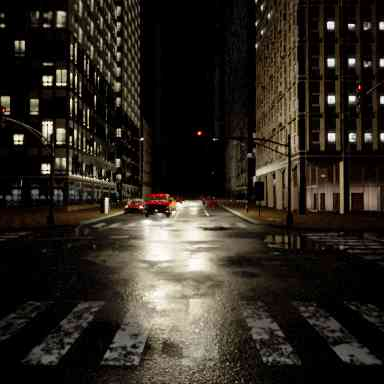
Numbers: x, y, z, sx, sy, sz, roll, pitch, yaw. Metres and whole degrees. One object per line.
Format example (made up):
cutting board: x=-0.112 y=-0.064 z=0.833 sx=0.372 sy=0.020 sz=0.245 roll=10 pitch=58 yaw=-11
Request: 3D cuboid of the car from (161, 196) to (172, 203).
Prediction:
car: x=-5.566 y=1.573 z=72.841 sx=1.887 sy=1.381 sz=4.507 roll=1 pitch=0 yaw=0

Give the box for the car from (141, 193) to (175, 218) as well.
car: x=-3.047 y=1.233 z=31.144 sx=2.150 sy=2.045 sz=5.566 roll=0 pitch=0 yaw=0

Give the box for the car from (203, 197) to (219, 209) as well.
car: x=2.771 y=1.599 z=45.015 sx=1.802 sy=1.307 sz=4.206 roll=1 pitch=0 yaw=0

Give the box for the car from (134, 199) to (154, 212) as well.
car: x=-5.617 y=1.597 z=39.391 sx=1.802 sy=1.307 sz=4.206 roll=1 pitch=0 yaw=0

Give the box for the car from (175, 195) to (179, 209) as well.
car: x=-3.036 y=1.494 z=41.659 sx=1.882 sy=1.535 sz=5.008 roll=0 pitch=0 yaw=0

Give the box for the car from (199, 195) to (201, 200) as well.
car: x=2.797 y=1.590 z=61.748 sx=1.947 sy=1.339 sz=4.313 roll=1 pitch=0 yaw=0

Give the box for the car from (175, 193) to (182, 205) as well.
car: x=-2.939 y=1.247 z=61.340 sx=2.150 sy=2.045 sz=5.566 roll=0 pitch=0 yaw=1

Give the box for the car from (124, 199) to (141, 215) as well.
car: x=-5.623 y=1.453 z=33.815 sx=1.967 sy=1.590 sz=4.097 roll=1 pitch=0 yaw=0

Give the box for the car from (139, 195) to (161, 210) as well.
car: x=-5.604 y=1.332 z=44.966 sx=2.192 sy=1.841 sz=5.009 roll=1 pitch=0 yaw=0

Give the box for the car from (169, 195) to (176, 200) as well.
car: x=-5.533 y=1.605 z=95.142 sx=1.947 sy=1.339 sz=4.313 roll=1 pitch=0 yaw=0

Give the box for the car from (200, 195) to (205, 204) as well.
car: x=2.790 y=1.547 z=56.341 sx=1.752 sy=1.417 sz=4.829 roll=1 pitch=0 yaw=0

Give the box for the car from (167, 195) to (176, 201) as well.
car: x=-5.541 y=1.587 z=89.567 sx=2.008 sy=1.369 sz=4.403 roll=1 pitch=0 yaw=0
